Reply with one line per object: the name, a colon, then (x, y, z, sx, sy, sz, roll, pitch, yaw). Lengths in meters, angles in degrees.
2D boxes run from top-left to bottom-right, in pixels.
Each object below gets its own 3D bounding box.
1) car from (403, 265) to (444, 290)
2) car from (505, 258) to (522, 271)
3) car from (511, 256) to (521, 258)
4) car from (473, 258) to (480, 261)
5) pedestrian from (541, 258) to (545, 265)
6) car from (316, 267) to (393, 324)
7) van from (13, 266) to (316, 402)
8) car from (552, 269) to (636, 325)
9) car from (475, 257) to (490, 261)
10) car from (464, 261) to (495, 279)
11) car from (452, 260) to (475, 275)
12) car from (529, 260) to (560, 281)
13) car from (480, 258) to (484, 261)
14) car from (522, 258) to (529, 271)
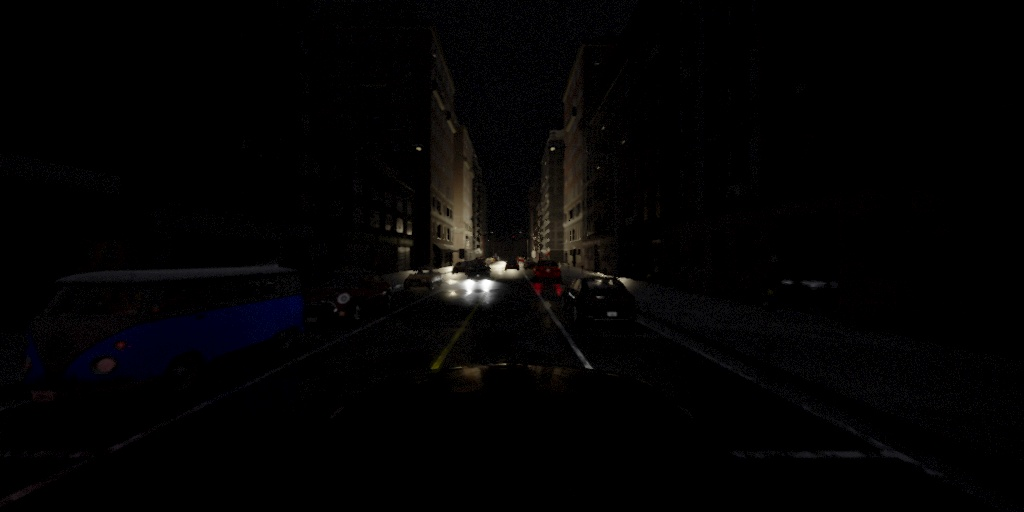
car: (-5.395, 1.263, 22.290, 1.751, 1.417, 4.829, 0, 0, 0)
car: (0.038, 1.279, 49.613, 1.994, 1.385, 4.181, 0, 0, 0)
car: (-0.019, 1.192, 61.063, 2.128, 1.511, 4.902, 0, 0, 0)
car: (-5.402, 1.272, 44.111, 2.007, 1.370, 4.403, 0, 0, 0)
pedestrian: (2.740, 1.025, 32.132, 0.375, 1.860, 0.375, 0, 0, -5)
car: (-5.391, 1.184, 11.635, 1.967, 1.591, 4.097, 0, 0, 0)
van: (-5.389, 1.088, 6.222, 1.690, 1.789, 3.998, 0, 0, 0)
car: (2.634, 1.295, 11.628, 2.007, 1.370, 4.403, 0, 0, 0)
car: (-5.407, 1.016, 60.350, 2.192, 1.841, 5.009, 0, 0, 0)
car: (-2.855, 1.332, 32.375, 1.895, 1.301, 4.718, 0, 0, 0)
car: (-5.400, 1.309, 38.698, 1.802, 1.307, 4.207, 0, 0, 0)
car: (2.741, 1.084, 29.326, 2.097, 1.767, 4.553, 0, 0, 0)
car: (-5.404, 1.265, 49.524, 2.007, 1.370, 4.403, 0, 0, 0)
car: (2.621, 1.240, 49.688, 1.751, 1.417, 4.829, 0, 0, 0)
